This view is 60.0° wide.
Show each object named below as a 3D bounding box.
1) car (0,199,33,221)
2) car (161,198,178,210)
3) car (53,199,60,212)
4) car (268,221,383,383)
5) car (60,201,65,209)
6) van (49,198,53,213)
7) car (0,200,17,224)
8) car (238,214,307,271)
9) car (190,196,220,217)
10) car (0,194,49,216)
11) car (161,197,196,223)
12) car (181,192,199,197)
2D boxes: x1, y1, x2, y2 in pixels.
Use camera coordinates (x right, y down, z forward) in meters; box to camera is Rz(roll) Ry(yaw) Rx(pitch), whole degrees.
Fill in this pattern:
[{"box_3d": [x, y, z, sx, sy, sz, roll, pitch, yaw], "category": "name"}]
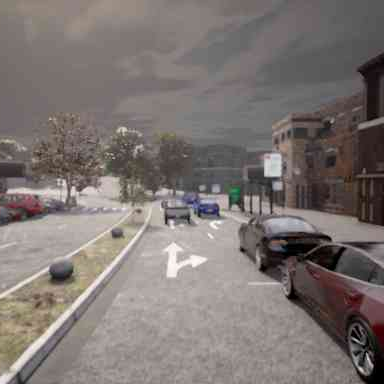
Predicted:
[{"box_3d": [-14.938, 1.471, 24.687, 4.792, 1.488, 2.163, 0, 0, -6], "category": "car"}, {"box_3d": [-2.901, 1.422, 41.929, 1.895, 1.301, 4.718, 0, 0, -6], "category": "car"}, {"box_3d": [-15.939, 1.259, 32.855, 4.553, 1.767, 2.185, 0, 0, -7], "category": "car"}, {"box_3d": [2.946, 1.497, 5.393, 2.163, 1.488, 4.792, 0, 0, -1], "category": "car"}, {"box_3d": [-16.218, 1.363, 35.596, 4.892, 1.521, 2.231, 0, 1, -7], "category": "car"}, {"box_3d": [-15.476, 1.179, 30.132, 4.442, 1.987, 1.878, 0, 0, -7], "category": "van"}, {"box_3d": [-14.705, 1.494, 22.082, 4.674, 1.452, 2.002, 0, 0, -5], "category": "car"}, {"box_3d": [2.746, 1.454, 10.882, 2.097, 1.535, 5.008, 0, 0, -2], "category": "car"}, {"box_3d": [1.220, 1.370, 29.698, 1.882, 1.535, 5.008, 0, 0, -5], "category": "car"}, {"box_3d": [-15.299, 1.174, 27.389, 5.566, 2.045, 2.435, 0, 0, -6], "category": "car"}, {"box_3d": [-1.158, 1.420, 24.675, 2.128, 1.511, 4.902, 0, 0, -5], "category": "car"}, {"box_3d": [-0.190, 1.017, 43.658, 2.150, 2.045, 5.566, 0, 0, -6], "category": "car"}]
